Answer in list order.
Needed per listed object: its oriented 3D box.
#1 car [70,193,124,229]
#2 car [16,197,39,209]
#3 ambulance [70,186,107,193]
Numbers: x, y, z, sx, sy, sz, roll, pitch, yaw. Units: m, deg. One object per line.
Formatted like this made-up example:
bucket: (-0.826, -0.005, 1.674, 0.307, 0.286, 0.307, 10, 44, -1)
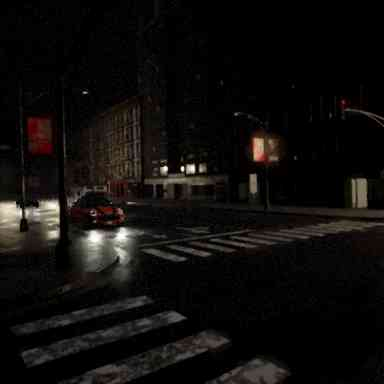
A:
car: (-5.889, 1.129, 20.331, 2.097, 1.767, 4.553, -2, 1, -36)
car: (-19.369, 1.298, 39.151, 1.895, 1.301, 4.718, -2, 1, -35)
ambulance: (-9.330, 0.671, 30.842, 2.351, 2.431, 6.366, -2, 1, -36)
